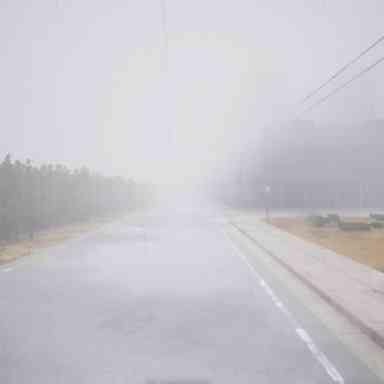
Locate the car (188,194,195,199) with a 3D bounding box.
[{"bbox_3d":[-0.152,1.275,89.551,1.994,1.385,4.181,0,0,0],"label":"car"}]
